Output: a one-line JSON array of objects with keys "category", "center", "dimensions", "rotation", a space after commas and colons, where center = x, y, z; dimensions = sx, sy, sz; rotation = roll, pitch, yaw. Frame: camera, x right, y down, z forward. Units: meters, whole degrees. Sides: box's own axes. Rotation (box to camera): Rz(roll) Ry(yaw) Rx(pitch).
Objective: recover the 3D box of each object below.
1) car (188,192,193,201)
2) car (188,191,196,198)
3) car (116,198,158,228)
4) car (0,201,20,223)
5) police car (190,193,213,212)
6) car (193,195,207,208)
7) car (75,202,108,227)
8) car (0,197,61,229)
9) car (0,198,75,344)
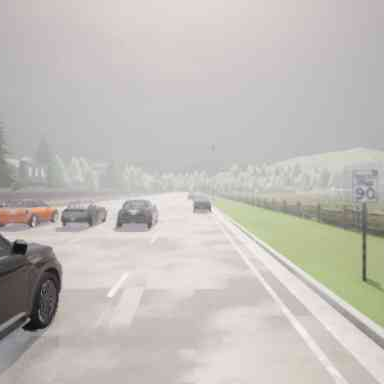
[{"category": "car", "center": [0.004, 0.963, 71.560], "dimensions": [2.128, 1.511, 4.902], "rotation": [0, 0, 0]}, {"category": "car", "center": [0.005, 0.709, 86.529], "dimensions": [2.097, 1.767, 4.553], "rotation": [0, 0, 0]}, {"category": "car", "center": [-3.399, 1.231, 21.448], "dimensions": [2.097, 1.767, 4.553], "rotation": [0, 0, 0]}, {"category": "car", "center": [-13.912, 1.397, 22.863], "dimensions": [1.812, 1.442, 4.674], "rotation": [0, 0, 0]}, {"category": "police car", "center": [1.052, 1.226, 35.439], "dimensions": [1.930, 1.638, 5.238], "rotation": [0, 0, 0]}, {"category": "car", "center": [1.052, 1.251, 45.330], "dimensions": [1.837, 1.490, 4.892], "rotation": [0, 0, 0]}, {"category": "car", "center": [-6.898, 1.369, 21.684], "dimensions": [2.128, 1.511, 4.902], "rotation": [0, 0, 0]}, {"category": "car", "center": [-10.397, 1.231, 21.456], "dimensions": [2.097, 1.767, 4.553], "rotation": [0, 0, 0]}, {"category": "car", "center": [-3.400, 1.200, 3.659], "dimensions": [2.150, 2.045, 5.566], "rotation": [0, 0, 0]}]
